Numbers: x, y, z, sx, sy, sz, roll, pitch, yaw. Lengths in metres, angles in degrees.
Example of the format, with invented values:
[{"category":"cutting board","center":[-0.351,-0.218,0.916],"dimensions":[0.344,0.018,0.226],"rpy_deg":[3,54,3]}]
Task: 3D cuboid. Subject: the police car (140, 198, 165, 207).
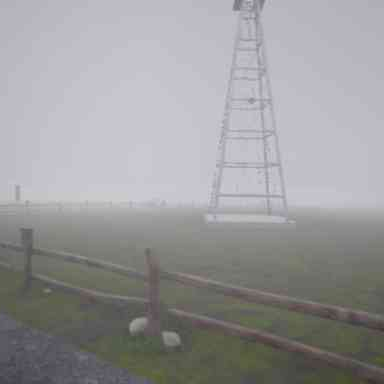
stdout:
[{"category":"police car","center":[-7.006,1.806,58.021],"dimensions":[2.038,1.542,4.974],"rpy_deg":[2,0,35]}]
